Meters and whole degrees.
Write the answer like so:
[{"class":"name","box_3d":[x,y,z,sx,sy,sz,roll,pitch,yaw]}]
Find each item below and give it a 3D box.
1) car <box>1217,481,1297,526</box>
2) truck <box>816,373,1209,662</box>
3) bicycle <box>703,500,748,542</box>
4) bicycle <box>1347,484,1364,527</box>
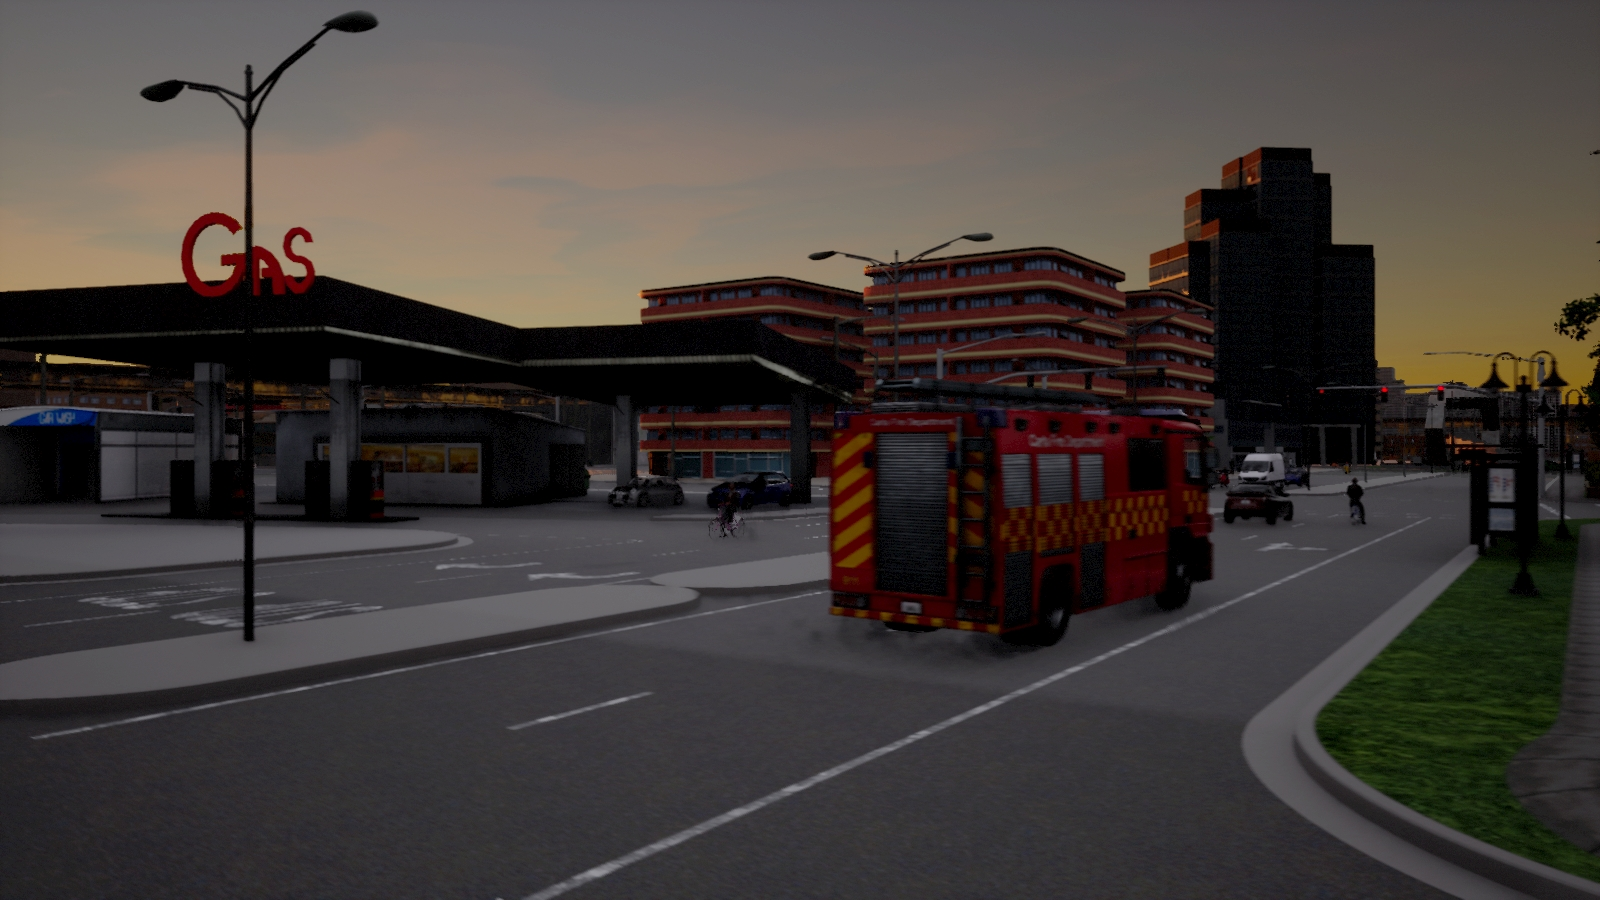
[{"class":"car","box_3d":[17.830,2.040,44.457,2.007,1.525,4.514,0,0,34]},{"class":"truck","box_3d":[4.016,0.890,19.366,2.891,3.827,8.468,0,0,39]},{"class":"bicycle","box_3d":[-2.312,2.198,35.670,0.329,1.196,1.835,0,0,34]},{"class":"bicycle","box_3d":[20.725,2.048,42.617,0.329,1.496,1.835,0,0,35]}]
